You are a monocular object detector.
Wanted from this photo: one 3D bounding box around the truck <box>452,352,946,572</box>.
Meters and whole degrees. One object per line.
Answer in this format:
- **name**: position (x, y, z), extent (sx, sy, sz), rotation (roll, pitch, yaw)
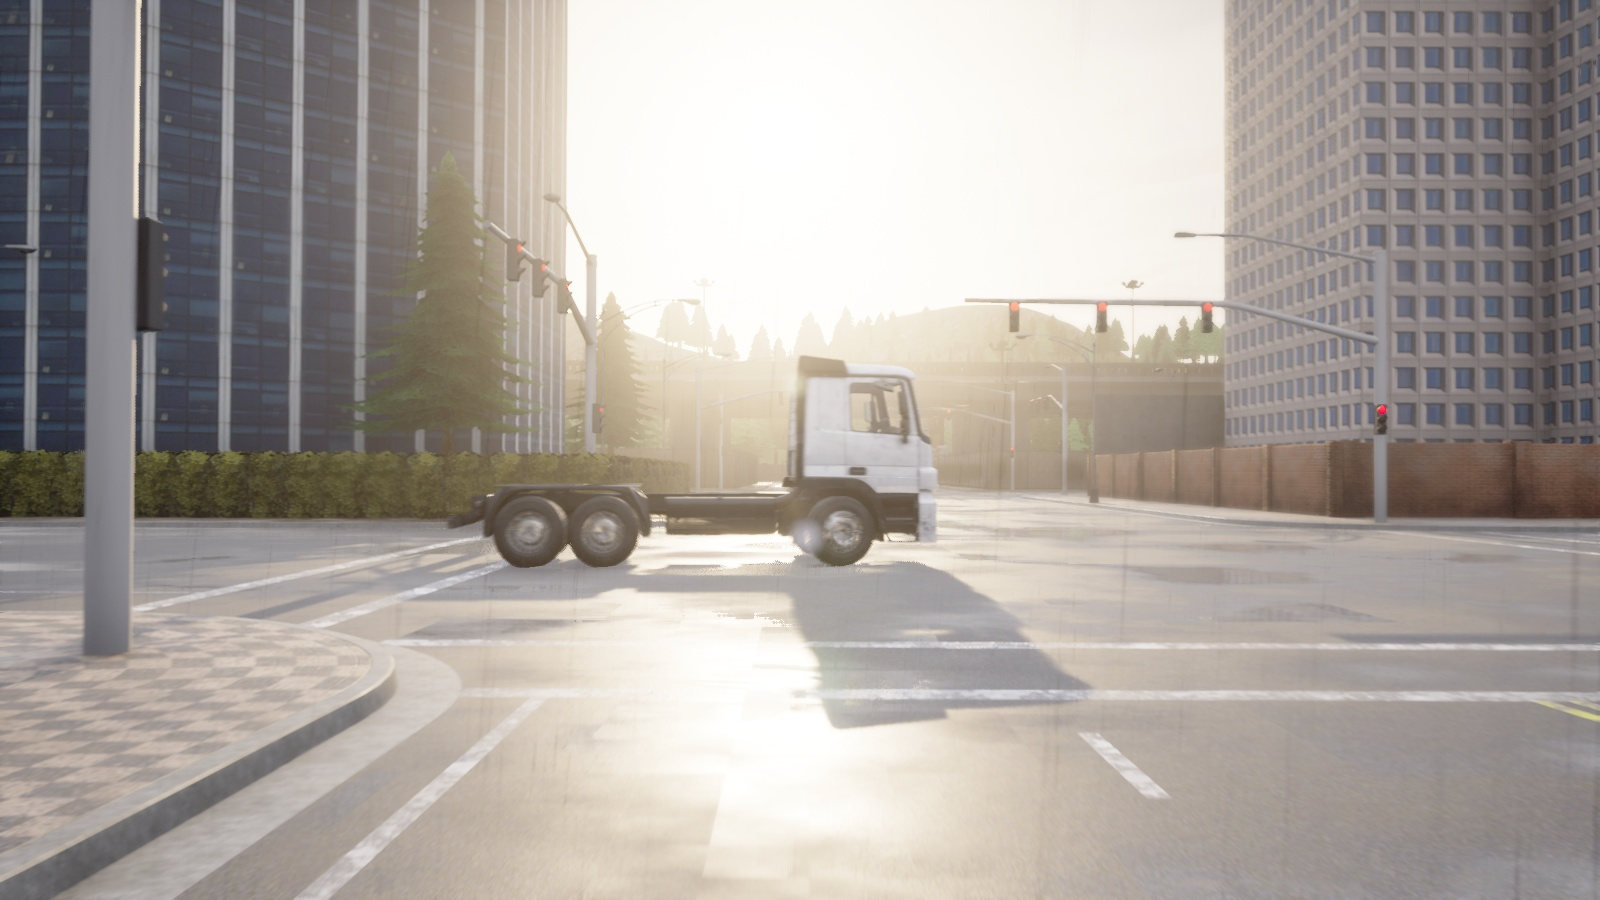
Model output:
- **truck**: position (-1.712, 0.202, 21.679), extent (7.936, 3.462, 2.891), rotation (0, -1, -7)
